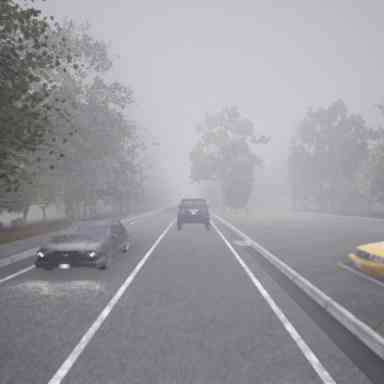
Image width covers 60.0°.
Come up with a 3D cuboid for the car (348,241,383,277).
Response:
[{"bbox_3d":[6.900,1.484,8.463,5.366,1.575,1.946,0,0,0],"label":"car"}]

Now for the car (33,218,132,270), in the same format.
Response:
[{"bbox_3d":[-3.349,1.601,11.415,2.033,1.411,5.357,0,-1,0],"label":"car"}]

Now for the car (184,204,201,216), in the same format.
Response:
[{"bbox_3d":[0.104,2.299,42.905,2.033,1.411,5.357,0,-2,0],"label":"car"}]

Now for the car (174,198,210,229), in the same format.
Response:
[{"bbox_3d":[0.102,1.451,23.598,2.150,2.045,5.566,0,-1,0],"label":"car"}]

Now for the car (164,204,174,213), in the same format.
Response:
[{"bbox_3d":[-3.318,2.654,53.047,1.994,1.385,4.181,0,-2,0],"label":"car"}]
